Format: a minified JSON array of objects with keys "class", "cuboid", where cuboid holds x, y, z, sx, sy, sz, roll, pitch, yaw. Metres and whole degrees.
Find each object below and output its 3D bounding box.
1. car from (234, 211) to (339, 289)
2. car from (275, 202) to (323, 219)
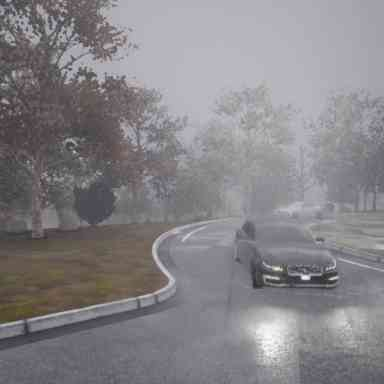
[{"class":"car","cuboid":[2.326,1.504,9.256,1.837,1.490,4.892,1,0,0]},{"class":"car","cuboid":[8.805,1.524,27.287,4.674,1.442,1.812,0,0,-34]}]
